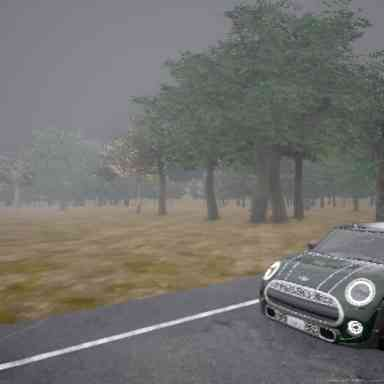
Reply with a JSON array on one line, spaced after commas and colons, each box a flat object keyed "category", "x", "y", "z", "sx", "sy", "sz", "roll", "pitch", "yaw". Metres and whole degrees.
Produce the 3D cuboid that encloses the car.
[{"category": "car", "x": 3.420, "y": 1.407, "z": 6.346, "sx": 4.553, "sy": 1.767, "sz": 2.097, "roll": 0, "pitch": 0, "yaw": -35}]
